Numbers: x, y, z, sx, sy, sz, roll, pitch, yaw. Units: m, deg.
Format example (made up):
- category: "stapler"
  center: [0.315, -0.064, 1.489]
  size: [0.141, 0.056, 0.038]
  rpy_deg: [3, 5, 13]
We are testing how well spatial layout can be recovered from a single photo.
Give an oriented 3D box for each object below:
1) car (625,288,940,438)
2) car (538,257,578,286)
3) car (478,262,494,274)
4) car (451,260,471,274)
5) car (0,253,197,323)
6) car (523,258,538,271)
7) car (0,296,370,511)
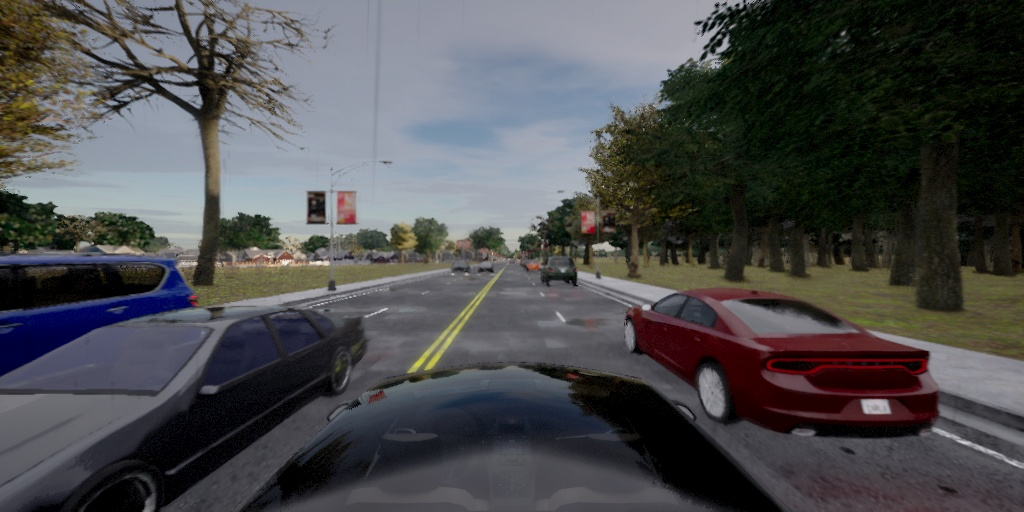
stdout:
- category: "car"
  center: [3.351, 1.243, 5.777]
  size: [1.882, 1.535, 5.008]
  rpy_deg: [0, 0, 0]
- category: "car"
  center: [3.359, 1.074, 26.153]
  size: [2.150, 2.045, 5.566]
  rpy_deg: [0, 0, 0]
- category: "car"
  center: [-3.314, 1.451, 46.106]
  size: [1.882, 1.535, 5.008]
  rpy_deg: [0, 0, 0]
- category: "car"
  center: [-6.562, 1.328, 46.446]
  size: [2.097, 1.767, 4.553]
  rpy_deg: [0, 0, 0]
- category: "car"
  center: [-6.600, 0.980, 4.041]
  size: [2.150, 2.045, 5.566]
  rpy_deg: [0, 0, 0]
- category: "car"
  center: [3.269, 1.387, 54.611]
  size: [2.097, 1.767, 4.553]
  rpy_deg: [0, 0, 0]
- category: "car"
  center: [-3.350, 1.306, 3.868]
  size: [2.033, 1.411, 5.357]
  rpy_deg: [0, 0, 0]
